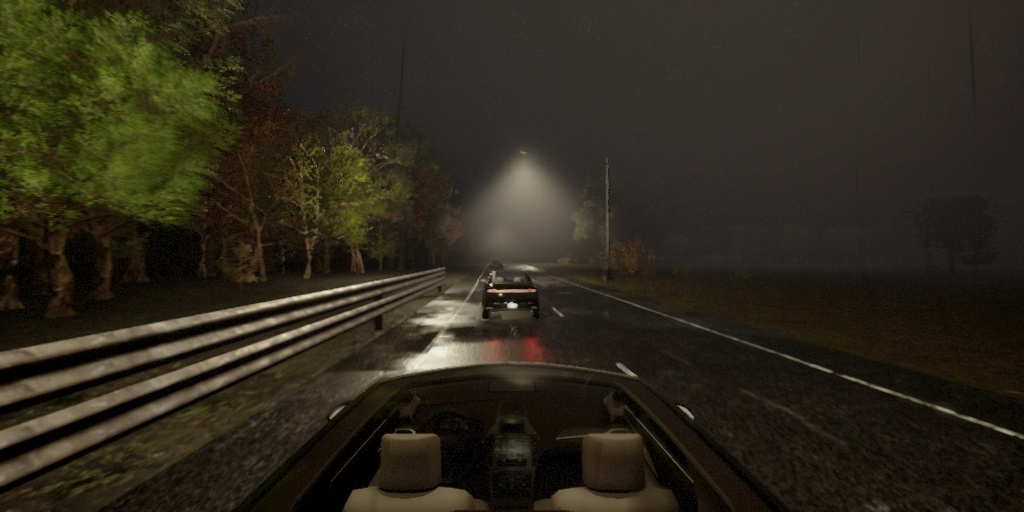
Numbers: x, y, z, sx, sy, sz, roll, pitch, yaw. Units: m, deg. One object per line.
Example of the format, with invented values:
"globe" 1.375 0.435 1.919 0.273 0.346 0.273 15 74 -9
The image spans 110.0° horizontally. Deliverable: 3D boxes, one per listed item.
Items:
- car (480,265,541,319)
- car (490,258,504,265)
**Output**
"car" -0.117 1.253 12.960 2.128 1.511 4.902 0 0 -3
"car" -2.246 1.354 53.190 1.994 1.385 4.181 0 0 -3
